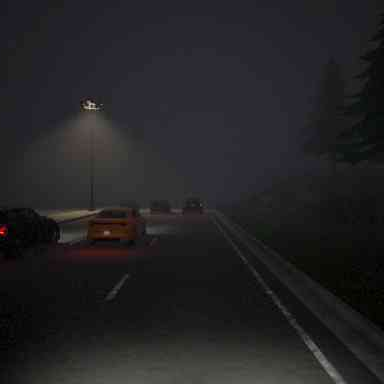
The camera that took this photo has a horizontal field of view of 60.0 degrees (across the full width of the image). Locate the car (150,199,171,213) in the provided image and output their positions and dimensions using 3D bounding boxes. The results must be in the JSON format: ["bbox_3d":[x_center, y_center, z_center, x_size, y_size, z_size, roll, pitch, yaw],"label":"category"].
[{"bbox_3d":[-3.395,1.478,36.573,1.882,1.535,5.008,0,0,0],"label":"car"}]

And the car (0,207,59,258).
[{"bbox_3d":[-6.901,1.350,12.821,2.097,1.767,4.553,0,0,0],"label":"car"}]

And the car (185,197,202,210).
[{"bbox_3d":[0.254,1.491,44.286,2.128,1.511,4.902,0,0,2],"label":"car"}]

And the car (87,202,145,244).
[{"bbox_3d":[-3.400,1.477,15.711,1.882,1.535,5.008,0,0,0],"label":"car"}]

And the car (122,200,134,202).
[{"bbox_3d":[-6.896,1.562,35.911,1.994,1.385,4.181,0,0,0],"label":"car"}]

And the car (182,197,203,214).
[{"bbox_3d":[0.096,1.352,35.071,2.097,1.767,4.553,0,0,0],"label":"car"}]
